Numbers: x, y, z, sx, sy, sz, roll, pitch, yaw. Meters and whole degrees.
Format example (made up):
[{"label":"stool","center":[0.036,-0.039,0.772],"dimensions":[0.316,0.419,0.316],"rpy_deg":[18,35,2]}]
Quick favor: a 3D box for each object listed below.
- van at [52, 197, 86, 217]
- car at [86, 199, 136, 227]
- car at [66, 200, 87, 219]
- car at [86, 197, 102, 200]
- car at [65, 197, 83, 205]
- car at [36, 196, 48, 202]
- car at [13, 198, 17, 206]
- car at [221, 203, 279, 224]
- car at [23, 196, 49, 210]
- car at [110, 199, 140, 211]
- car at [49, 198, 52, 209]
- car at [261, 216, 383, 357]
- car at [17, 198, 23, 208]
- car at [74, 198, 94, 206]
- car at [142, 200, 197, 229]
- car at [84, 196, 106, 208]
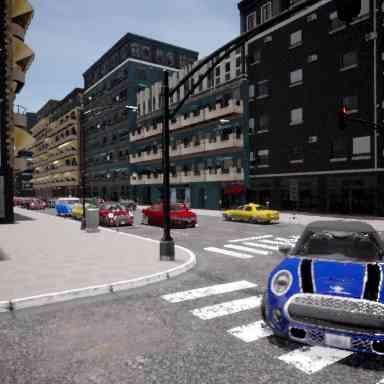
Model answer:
[{"label":"van","center":[-12.210,1.482,32.974],"dimensions":[1.690,1.788,3.998],"rpy_deg":[-1,1,-35]},{"label":"car","center":[-5.786,1.552,23.961],"dimensions":[1.967,1.590,4.097],"rpy_deg":[-1,1,-35]},{"label":"car","center":[-8.897,1.652,28.330],"dimensions":[1.752,1.417,4.829],"rpy_deg":[-1,1,-35]},{"label":"car","center":[-11.206,1.459,36.042],"dimensions":[2.097,1.767,4.553],"rpy_deg":[-1,1,-35]},{"label":"car","center":[-21.440,1.644,60.374],"dimensions":[2.008,1.369,4.403],"rpy_deg":[-1,1,-35]},{"label":"car","center":[-37.496,1.727,82.910],"dimensions":[1.887,1.381,4.507],"rpy_deg":[-1,1,-35]},{"label":"car","center":[-31.475,1.782,60.019],"dimensions":[1.887,1.381,4.507],"rpy_deg":[-1,1,-35]},{"label":"car","center":[4.152,1.498,24.454],"dimensions":[1.752,1.417,4.829],"rpy_deg":[-1,1,-35]},{"label":"car","center":[-21.843,1.627,46.496],"dimensions":[1.967,1.590,4.097],"rpy_deg":[-1,1,-35]},{"label":"car","center":[-8.594,1.581,42.345],"dimensions":[2.008,1.369,4.403],"rpy_deg":[-1,1,-35]},{"label":"car","center":[-20.408,1.679,49.121],"dimensions":[2.128,1.511,4.902],"rpy_deg":[-1,0,-35]},{"label":"car","center":[2.871,1.409,6.435],"dimensions":[2.097,1.767,4.553],"rpy_deg":[0,-1,25]},{"label":"car","center":[-25.052,1.769,51.004],"dimensions":[1.947,1.339,4.313],"rpy_deg":[-1,1,-35]},{"label":"car","center":[-18.228,1.643,55.866],"dimensions":[1.947,1.339,4.313],"rpy_deg":[-1,1,-35]},{"label":"car","center":[-1.620,1.542,22.586],"dimensions":[1.882,1.535,5.008],"rpy_deg":[-1,0,-36]},{"label":"car","center":[-15.019,1.501,51.358],"dimensions":[1.967,1.590,4.097],"rpy_deg":[-1,1,-35]}]
